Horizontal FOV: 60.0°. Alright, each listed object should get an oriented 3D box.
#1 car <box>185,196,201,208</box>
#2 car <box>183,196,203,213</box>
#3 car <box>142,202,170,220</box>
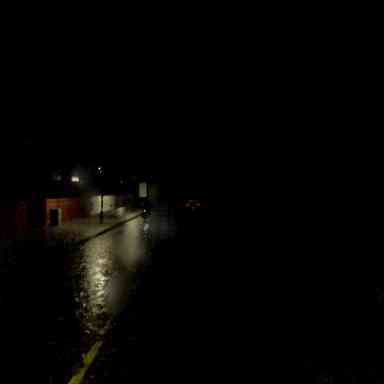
[{"bbox_3d":[0.098,1.293,45.658,2.128,1.511,4.902,0,0,0],"label":"car"},{"bbox_3d":[0.083,1.372,35.098,1.812,1.442,4.674,0,0,0],"label":"car"},{"bbox_3d":[-2.843,1.481,27.174,1.895,1.301,4.718,0,0,0],"label":"car"}]
